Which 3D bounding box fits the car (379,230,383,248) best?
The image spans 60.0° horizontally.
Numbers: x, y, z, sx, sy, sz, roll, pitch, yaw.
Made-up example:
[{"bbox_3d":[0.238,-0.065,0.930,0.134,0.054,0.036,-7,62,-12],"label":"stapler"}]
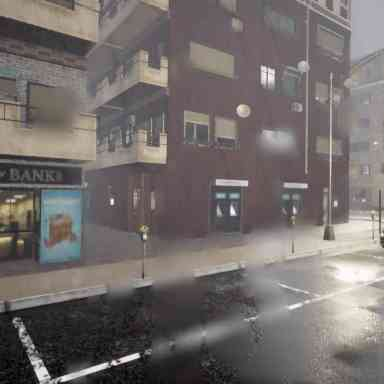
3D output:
[{"bbox_3d":[9.116,1.554,13.164,4.403,1.369,2.008,0,1,-35],"label":"car"}]
